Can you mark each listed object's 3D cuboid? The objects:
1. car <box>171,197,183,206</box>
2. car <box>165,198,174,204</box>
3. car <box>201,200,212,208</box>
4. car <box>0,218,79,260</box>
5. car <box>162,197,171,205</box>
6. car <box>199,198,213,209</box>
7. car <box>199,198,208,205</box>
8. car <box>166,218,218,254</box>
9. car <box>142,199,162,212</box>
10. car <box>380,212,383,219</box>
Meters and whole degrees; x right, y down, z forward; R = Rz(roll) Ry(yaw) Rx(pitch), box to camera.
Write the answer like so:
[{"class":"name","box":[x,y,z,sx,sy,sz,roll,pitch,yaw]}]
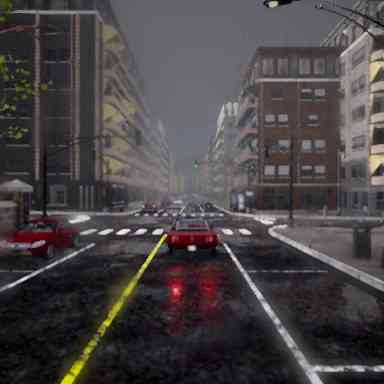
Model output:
[{"class":"car","box":[-2.984,2.200,72.222,1.812,1.442,4.674,0,-1,0]},{"class":"car","box":[-5.675,2.325,84.574,1.752,1.417,4.829,0,-1,0]},{"class":"car","box":[2.701,2.132,62.182,1.887,1.381,4.507,0,-1,0]},{"class":"car","box":[-5.690,1.703,12.865,1.802,1.307,4.206,0,-1,0]},{"class":"car","box":[-5.678,2.009,73.468,2.192,1.841,5.009,0,-1,0]},{"class":"car","box":[2.700,2.084,56.544,2.008,1.369,4.403,0,-1,0]},{"class":"car","box":[2.704,2.188,79.099,1.967,1.590,4.097,0,-1,0]},{"class":"car","box":[-0.005,1.734,14.110,1.895,1.301,4.718,0,0,0]},{"class":"car","box":[-5.684,1.867,45.276,1.967,1.590,4.097,0,-1,0]},{"class":"car","box":[21.402,2.140,33.712,4.097,1.590,1.967,1,-1,-1]}]
